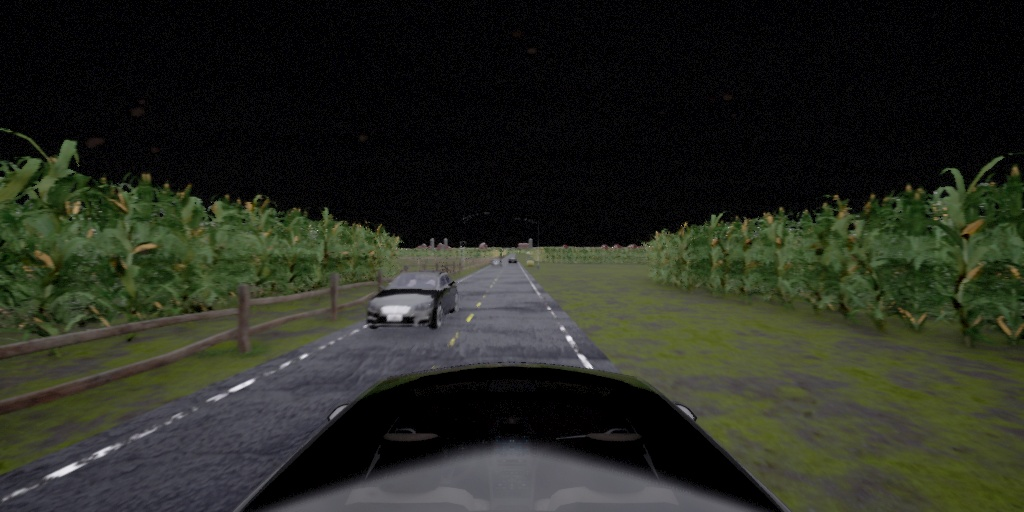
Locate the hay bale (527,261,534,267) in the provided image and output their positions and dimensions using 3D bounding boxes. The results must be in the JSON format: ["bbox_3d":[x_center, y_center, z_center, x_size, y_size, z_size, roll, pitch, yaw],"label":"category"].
[{"bbox_3d":[3.256,1.326,64.527,1.220,1.180,1.240,0,0,0],"label":"hay bale"}]

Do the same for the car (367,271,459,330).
[{"bbox_3d":[-2.829,1.230,11.133,2.128,1.511,4.902,0,0,0],"label":"car"}]

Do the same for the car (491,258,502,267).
[{"bbox_3d":[-2.651,1.156,61.997,2.128,1.511,4.902,0,0,1],"label":"car"}]
